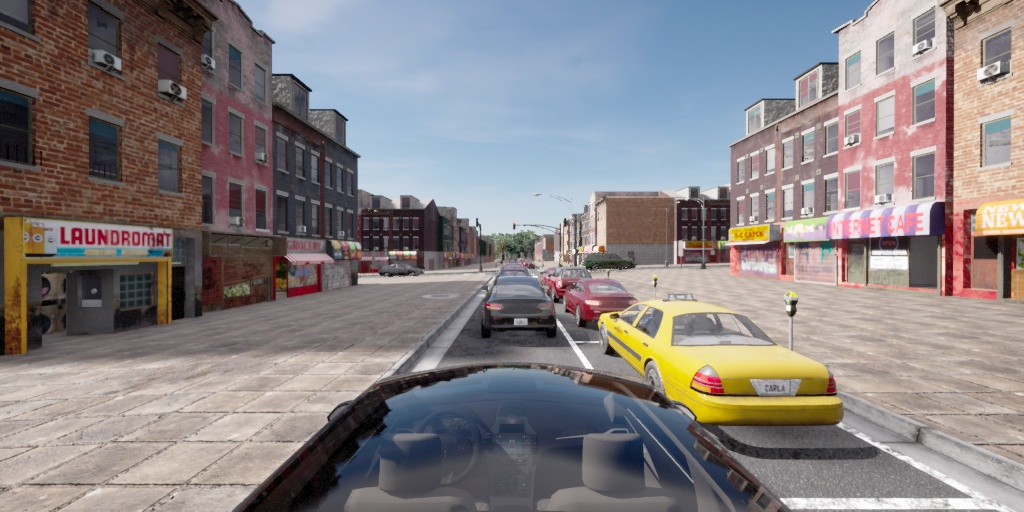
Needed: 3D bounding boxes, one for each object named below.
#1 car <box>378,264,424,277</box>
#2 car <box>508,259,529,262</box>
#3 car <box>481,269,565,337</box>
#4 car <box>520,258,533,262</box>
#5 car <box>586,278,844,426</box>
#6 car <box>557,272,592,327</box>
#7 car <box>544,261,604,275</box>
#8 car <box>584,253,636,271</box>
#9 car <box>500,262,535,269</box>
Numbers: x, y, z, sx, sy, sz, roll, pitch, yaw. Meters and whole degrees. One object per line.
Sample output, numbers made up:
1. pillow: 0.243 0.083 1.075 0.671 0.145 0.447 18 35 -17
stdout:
1. car: -12.213 1.623 39.659 4.902 1.511 2.128 -2 0 0
2. car: 0.101 1.248 27.092 1.882 1.535 5.008 0 0 0
3. car: 0.118 1.277 10.157 1.812 1.442 4.674 0 0 -2
4. car: 2.720 1.316 59.465 1.967 1.591 4.097 0 0 0
5. car: 2.642 1.275 5.895 1.751 1.417 4.829 0 0 0
6. car: 2.650 1.334 11.192 1.802 1.307 4.207 0 0 0
7. car: 2.658 1.195 16.658 1.967 1.591 4.097 0 0 0
8. car: 10.723 0.690 39.665 5.566 2.045 2.150 -1 0 0
9. car: 0.111 1.248 17.532 2.128 1.511 4.902 0 0 0
